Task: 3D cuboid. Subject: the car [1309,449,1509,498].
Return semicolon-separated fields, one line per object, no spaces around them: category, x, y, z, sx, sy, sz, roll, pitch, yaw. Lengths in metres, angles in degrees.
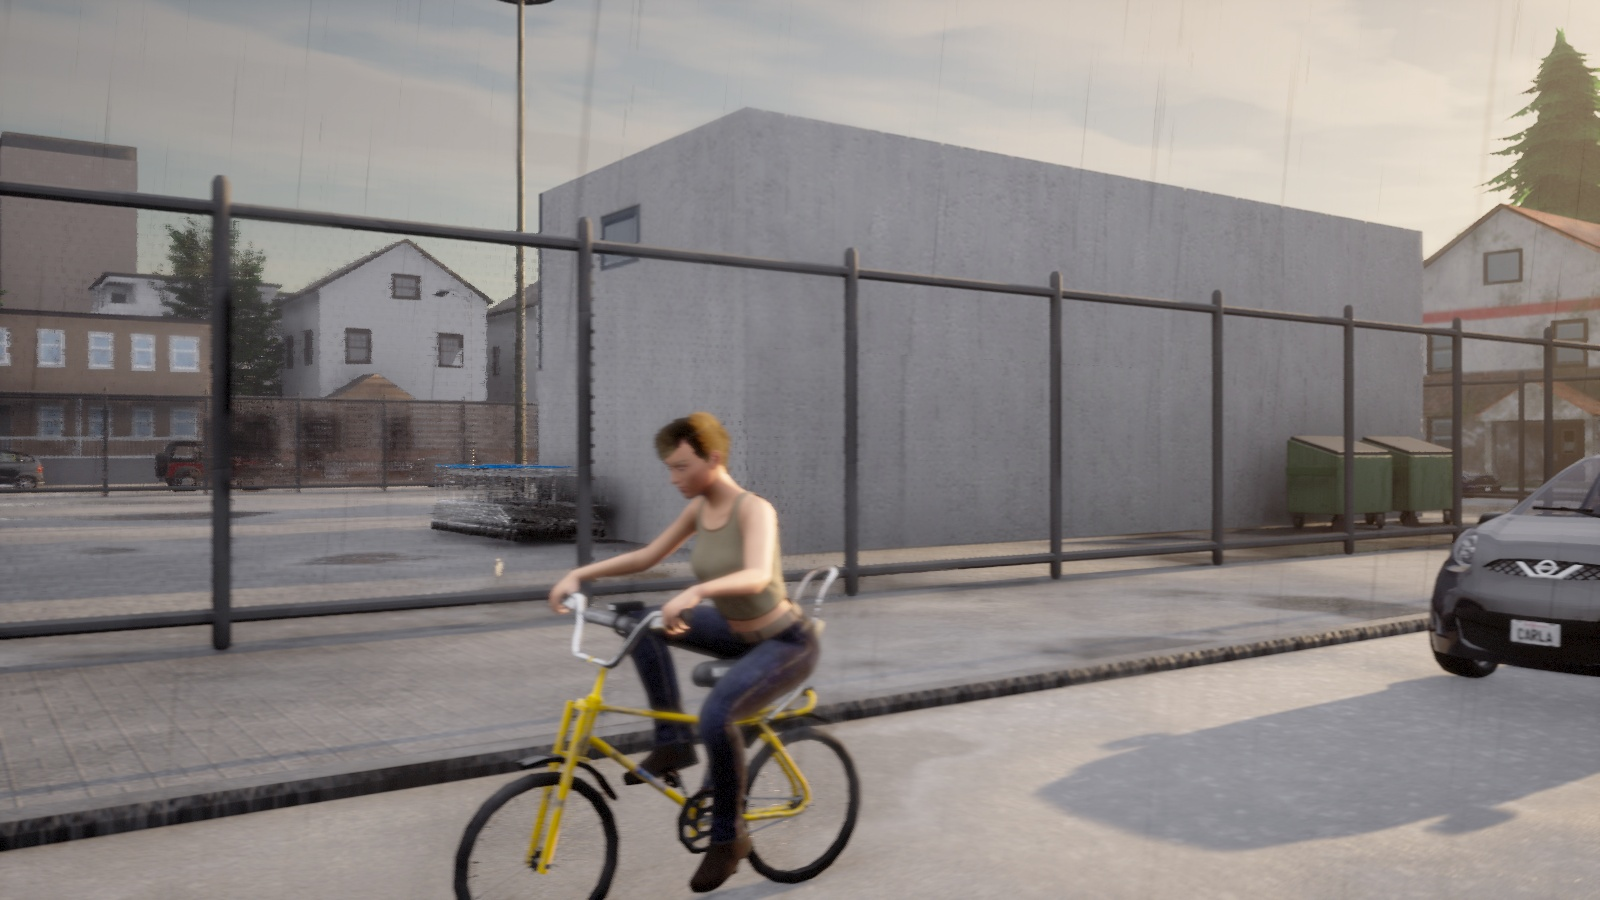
car;19.003;0.696;39.471;2.033;1.411;5.357;0;0;-33

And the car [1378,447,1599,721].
car;5.672;0.730;8.217;3.633;1.501;1.845;0;0;-35

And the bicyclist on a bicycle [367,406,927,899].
bicyclist on a bicycle;-0.464;0.686;3.982;1.509;1.612;0.866;-1;0;-36

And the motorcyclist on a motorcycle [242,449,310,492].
motorcyclist on a motorcycle;-20.798;0.815;49.878;2.350;1.649;0.766;-1;0;-35

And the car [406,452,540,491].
car;-13.105;0.828;50.422;4.892;1.490;1.837;0;0;-33

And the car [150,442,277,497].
car;-20.959;0.661;44.916;3.866;1.878;1.905;0;0;-34

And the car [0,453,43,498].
car;-28.909;0.889;44.246;3.705;1.549;1.789;0;0;-35

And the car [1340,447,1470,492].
car;20.953;0.652;43.603;1.845;1.501;3.633;0;0;-35
